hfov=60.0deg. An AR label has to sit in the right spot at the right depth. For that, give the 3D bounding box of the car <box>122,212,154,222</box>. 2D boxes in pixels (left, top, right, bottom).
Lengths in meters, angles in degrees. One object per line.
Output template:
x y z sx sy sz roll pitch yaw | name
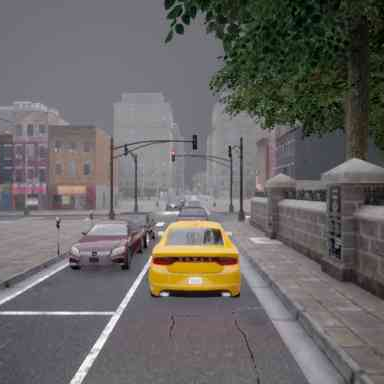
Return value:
-2.614 1.565 14.668 1.947 1.339 4.313 0 0 0 | car

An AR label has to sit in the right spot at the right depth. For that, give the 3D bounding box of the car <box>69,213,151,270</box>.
-2.620 1.581 11.005 1.802 1.307 4.206 0 0 0 | car

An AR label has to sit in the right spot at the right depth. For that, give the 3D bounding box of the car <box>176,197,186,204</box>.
-2.139 1.584 66.340 1.895 1.301 4.718 0 0 1 | car

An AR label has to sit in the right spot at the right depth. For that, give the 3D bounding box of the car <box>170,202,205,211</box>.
0.034 1.546 19.088 2.033 1.411 5.357 0 0 0 | car

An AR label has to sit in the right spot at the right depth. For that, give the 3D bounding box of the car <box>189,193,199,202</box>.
0.395 1.508 66.876 1.812 1.442 4.674 0 0 0 | car

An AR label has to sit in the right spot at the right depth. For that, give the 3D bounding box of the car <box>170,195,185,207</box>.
-2.204 1.341 51.603 2.097 1.767 4.553 0 0 0 | car

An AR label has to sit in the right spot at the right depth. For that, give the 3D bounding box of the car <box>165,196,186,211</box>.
-2.222 1.482 41.666 2.128 1.511 4.902 0 0 0 | car

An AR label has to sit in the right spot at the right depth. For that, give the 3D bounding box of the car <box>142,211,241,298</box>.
0.080 1.477 8.598 1.882 1.535 5.008 0 0 0 | car
